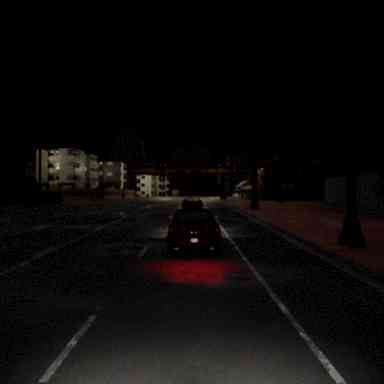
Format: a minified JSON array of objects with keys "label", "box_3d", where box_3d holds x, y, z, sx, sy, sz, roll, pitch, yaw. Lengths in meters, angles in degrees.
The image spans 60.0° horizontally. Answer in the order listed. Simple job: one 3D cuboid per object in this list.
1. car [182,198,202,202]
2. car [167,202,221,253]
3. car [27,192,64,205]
[{"label":"car","box_3d":[0.038,1.195,31.043,1.895,1.301,4.718,0,1,0]},{"label":"car","box_3d":[0.075,1.393,13.341,1.882,1.535,5.008,0,1,0]},{"label":"car","box_3d":[-14.064,0.671,32.214,1.882,1.535,5.008,0,1,0]}]
